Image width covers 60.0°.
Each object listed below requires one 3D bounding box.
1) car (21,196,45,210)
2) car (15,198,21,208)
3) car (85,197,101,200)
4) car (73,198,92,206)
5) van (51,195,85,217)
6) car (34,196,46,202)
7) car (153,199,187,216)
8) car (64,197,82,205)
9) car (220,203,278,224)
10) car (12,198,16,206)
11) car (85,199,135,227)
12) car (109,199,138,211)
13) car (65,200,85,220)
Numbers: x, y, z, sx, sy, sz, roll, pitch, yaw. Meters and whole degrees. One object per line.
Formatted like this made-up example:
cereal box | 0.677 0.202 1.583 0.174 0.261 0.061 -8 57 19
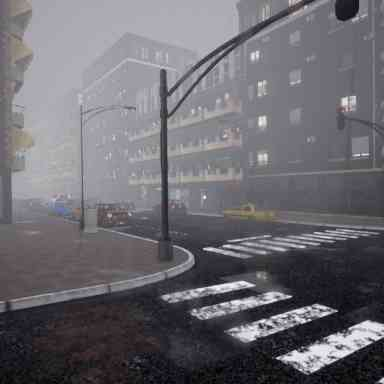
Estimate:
car | -21.999 1.628 46.417 1.967 1.590 4.097 -1 1 -36
car | -25.222 1.769 50.915 1.947 1.339 4.313 -1 1 -36
car | -15.189 1.502 51.299 1.967 1.590 4.097 -1 1 -36
car | -18.412 1.643 55.798 1.947 1.339 4.313 -1 1 -36
van | -12.326 1.483 32.923 1.690 1.788 3.998 -1 1 -36
car | -37.761 1.728 82.784 1.887 1.381 4.507 -1 1 -36
car | -2.290 1.441 33.309 1.967 1.590 4.097 -1 1 -36
car | -21.637 1.645 60.295 2.008 1.369 4.403 -1 1 -36
car | 4.062 1.498 24.453 1.752 1.417 4.829 -1 1 -36
car | -31.672 1.782 59.911 1.887 1.381 4.507 -1 1 -36
car | -5.875 1.553 23.930 1.967 1.590 4.097 -1 1 -36
car | -8.738 1.581 42.305 2.008 1.369 4.403 -1 1 -36
car | -8.999 1.652 28.289 1.752 1.417 4.829 -1 1 -36
